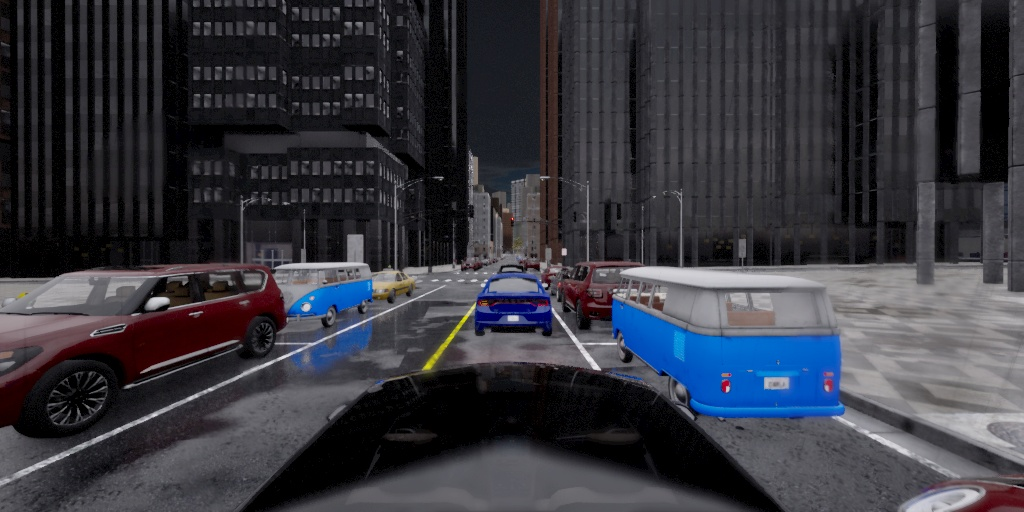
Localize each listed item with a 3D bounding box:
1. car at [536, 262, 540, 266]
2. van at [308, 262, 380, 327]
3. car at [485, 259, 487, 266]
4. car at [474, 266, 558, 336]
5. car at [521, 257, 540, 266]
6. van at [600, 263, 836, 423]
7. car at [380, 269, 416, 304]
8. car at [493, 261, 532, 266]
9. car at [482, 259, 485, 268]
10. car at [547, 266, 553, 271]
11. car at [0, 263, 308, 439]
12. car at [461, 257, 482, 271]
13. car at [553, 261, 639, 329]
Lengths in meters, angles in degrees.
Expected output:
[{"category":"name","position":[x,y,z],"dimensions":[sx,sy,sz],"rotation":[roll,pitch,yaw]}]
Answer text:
[{"category":"car","position":[2.760,1.297,22.166],"dimensions":[1.888,1.381,4.507],"rotation":[0,0,0]},{"category":"van","position":[-5.766,1.090,11.127],"dimensions":[1.690,1.789,3.998],"rotation":[0,0,0]},{"category":"car","position":[-5.770,1.346,60.501],"dimensions":[1.948,1.339,4.313],"rotation":[0,0,0]},{"category":"car","position":[0.057,1.227,10.403],"dimensions":[1.882,1.535,5.008],"rotation":[0,0,1]},{"category":"car","position":[2.756,1.083,49.206],"dimensions":[2.192,1.841,5.009],"rotation":[0,0,0]},{"category":"van","position":[2.766,1.090,5.590],"dimensions":[1.690,1.789,3.998],"rotation":[0,0,0]},{"category":"car","position":[-5.765,1.275,16.481],"dimensions":[1.751,1.417,4.829],"rotation":[0,0,0]},{"category":"car","position":[-0.002,1.256,20.774],"dimensions":[1.837,1.490,4.892],"rotation":[0,0,0]},{"category":"car","position":[-5.770,1.088,54.858],"dimensions":[2.192,1.841,5.009],"rotation":[0,0,0]},{"category":"car","position":[2.762,1.301,16.641],"dimensions":[2.007,1.370,4.403],"rotation":[0,0,0]},{"category":"car","position":[-5.766,1.064,5.602],"dimensions":[2.192,1.841,5.009],"rotation":[0,0,0]},{"category":"car","position":[-5.769,1.083,49.215],"dimensions":[2.192,1.841,5.009],"rotation":[0,0,0]},{"category":"car","position":[2.764,1.064,11.115],"dimensions":[2.192,1.841,5.009],"rotation":[0,0,0]}]
